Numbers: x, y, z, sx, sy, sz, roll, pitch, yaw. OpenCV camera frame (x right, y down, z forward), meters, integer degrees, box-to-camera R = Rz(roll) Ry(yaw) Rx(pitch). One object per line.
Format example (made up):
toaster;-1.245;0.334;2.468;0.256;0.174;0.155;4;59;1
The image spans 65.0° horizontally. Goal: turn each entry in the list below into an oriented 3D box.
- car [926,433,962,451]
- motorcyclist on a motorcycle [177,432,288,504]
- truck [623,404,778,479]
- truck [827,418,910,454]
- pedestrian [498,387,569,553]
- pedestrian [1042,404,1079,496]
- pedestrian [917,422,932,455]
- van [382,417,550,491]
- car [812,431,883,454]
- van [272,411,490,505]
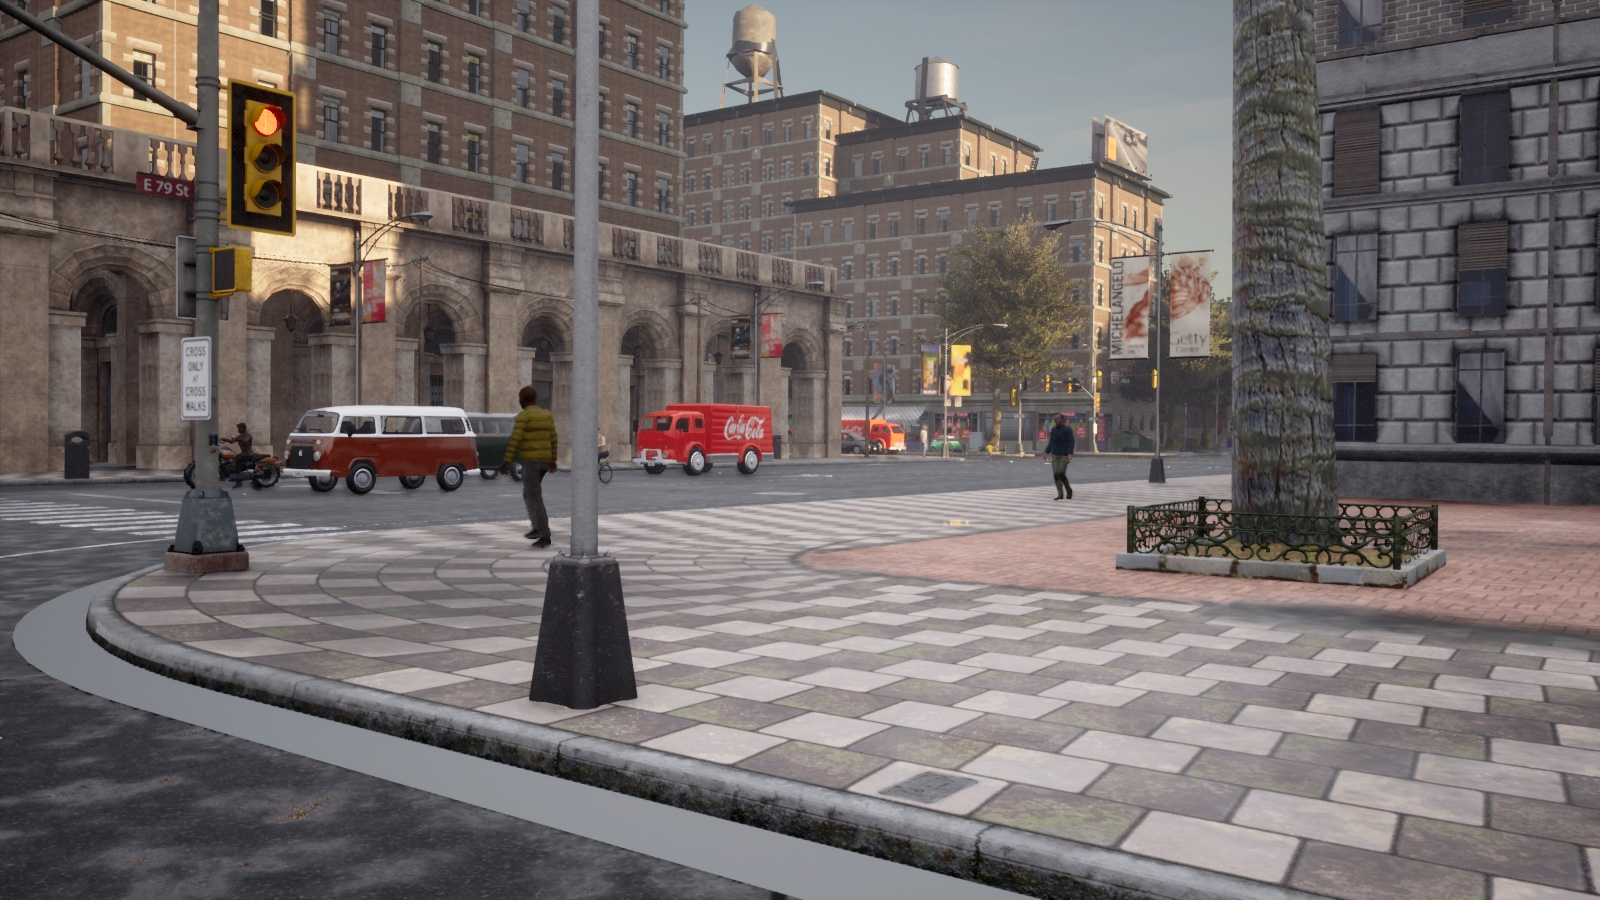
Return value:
car;10.801;-0.597;94.127;2.207;1.376;1.481;0;1;37
motorcyclist on a motorcycle;-13.624;0.392;30.220;0.766;1.649;2.350;0;1;37
truck;-3.416;-0.326;44.056;2.627;2.467;5.204;0;1;37
truck;4.817;-1.009;88.613;5.204;2.467;2.627;0;1;36
pedestrian;-3.024;0.221;14.229;0.726;1.835;0.370;0;1;36
pedestrian;5.277;-0.007;25.414;0.402;1.842;0.726;0;1;42
pedestrian;6.961;-0.634;70.263;0.706;1.836;0.354;0;1;37
van;-9.462;0.080;35.893;1.775;1.987;4.442;0;1;38
car;3.231;-0.518;85.469;4.514;1.525;2.007;0;1;37
van;-9.788;0.138;29.663;2.069;2.038;4.480;0;1;37
